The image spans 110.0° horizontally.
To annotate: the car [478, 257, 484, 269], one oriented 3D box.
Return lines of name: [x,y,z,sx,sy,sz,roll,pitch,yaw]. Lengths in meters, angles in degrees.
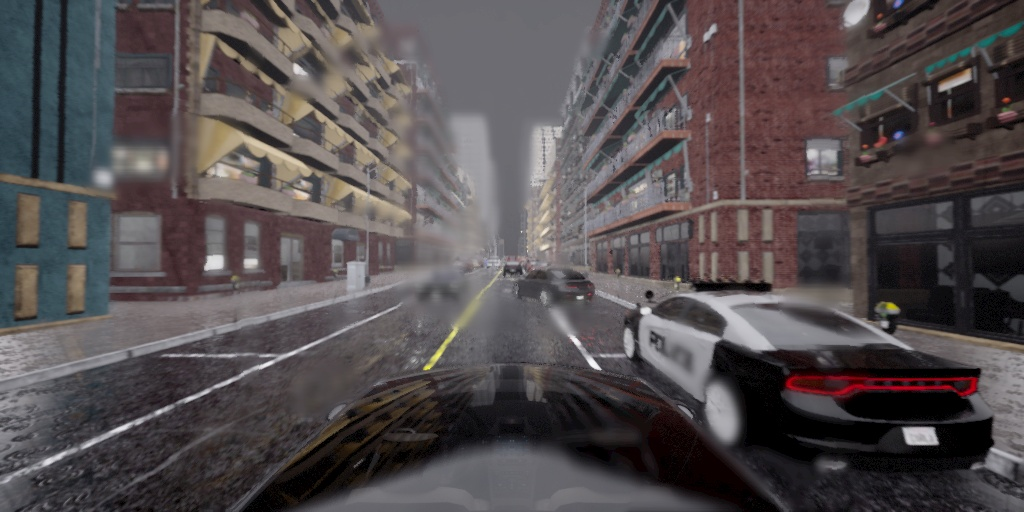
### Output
car: [-5.685,1.250,54.004,1.751,1.417,4.829,0,0,0]

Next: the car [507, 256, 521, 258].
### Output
car: [0.106,0.943,58.491,2.150,2.045,5.566,0,0,0]

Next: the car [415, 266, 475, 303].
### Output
car: [-3.096,1.345,16.890,1.895,1.301,4.718,0,0,0]

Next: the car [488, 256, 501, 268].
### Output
car: [-2.995,1.032,60.145,2.150,2.045,5.566,0,0,0]

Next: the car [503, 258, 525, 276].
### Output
car: [0.094,1.214,36.860,1.882,1.535,5.008,0,0,0]

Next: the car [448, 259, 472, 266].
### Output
car: [-5.687,1.286,37.552,2.007,1.370,4.403,0,0,0]

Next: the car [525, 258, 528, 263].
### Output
car: [2.696,1.278,43.145,1.888,1.381,4.507,0,0,0]

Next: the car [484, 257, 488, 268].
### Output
car: [-5.685,1.036,59.714,2.192,1.841,5.009,0,0,0]

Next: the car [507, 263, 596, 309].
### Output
car: [1.610,1.252,15.154,1.837,1.490,4.892,-1,1,-21]

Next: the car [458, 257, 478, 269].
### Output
car: [-5.686,1.047,43.092,2.192,1.841,5.009,0,0,0]

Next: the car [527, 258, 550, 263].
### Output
car: [2.695,1.179,32.063,1.967,1.591,4.097,0,0,0]

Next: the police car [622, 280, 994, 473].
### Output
police car: [3.134,1.174,5.339,1.930,1.638,5.238,0,0,0]

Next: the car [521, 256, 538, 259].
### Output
car: [2.696,1.044,48.684,2.192,1.841,5.009,0,0,0]
